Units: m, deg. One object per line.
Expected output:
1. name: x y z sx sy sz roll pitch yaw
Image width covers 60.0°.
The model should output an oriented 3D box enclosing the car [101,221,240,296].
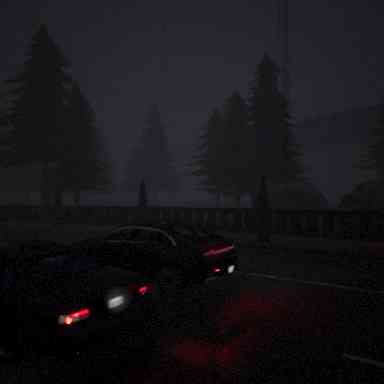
1. car: -1.184 1.512 8.672 4.902 1.511 2.128 -1 0 32

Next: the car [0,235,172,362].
1. car: -3.183 1.580 5.895 5.357 1.411 2.033 -1 0 32
